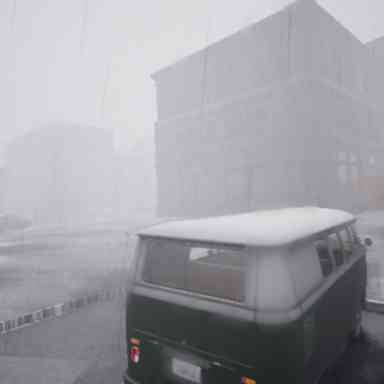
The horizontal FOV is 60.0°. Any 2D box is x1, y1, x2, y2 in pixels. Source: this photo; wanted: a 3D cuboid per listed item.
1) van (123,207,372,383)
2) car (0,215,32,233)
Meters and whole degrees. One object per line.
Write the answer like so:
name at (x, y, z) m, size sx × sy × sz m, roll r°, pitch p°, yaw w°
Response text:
van at (1.208, 1.256, 4.602) m, size 1.878 × 1.987 × 4.442 m, roll 0°, pitch 0°, yaw 36°
car at (-15.309, 2.576, 27.598) m, size 1.994 × 1.385 × 4.181 m, roll -3°, pitch -2°, yaw 11°
